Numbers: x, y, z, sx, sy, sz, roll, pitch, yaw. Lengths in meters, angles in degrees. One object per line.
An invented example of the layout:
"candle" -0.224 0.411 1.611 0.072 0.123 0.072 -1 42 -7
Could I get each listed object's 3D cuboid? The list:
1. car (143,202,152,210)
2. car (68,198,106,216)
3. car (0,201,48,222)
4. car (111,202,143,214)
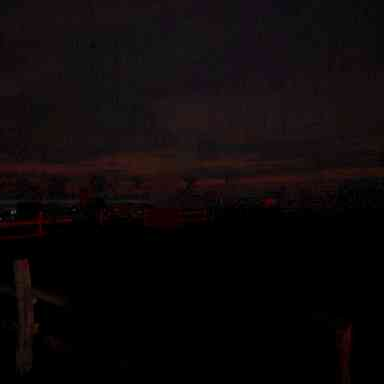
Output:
"car" -8.142 2.292 53.404 1.895 1.301 4.718 -1 -1 17
"car" -12.273 1.689 39.345 2.150 2.045 5.566 -1 -1 15
"car" -14.944 1.665 29.386 2.097 1.767 4.553 -1 -1 16
"car" -8.403 1.963 42.227 1.882 1.535 5.008 -1 -1 16
